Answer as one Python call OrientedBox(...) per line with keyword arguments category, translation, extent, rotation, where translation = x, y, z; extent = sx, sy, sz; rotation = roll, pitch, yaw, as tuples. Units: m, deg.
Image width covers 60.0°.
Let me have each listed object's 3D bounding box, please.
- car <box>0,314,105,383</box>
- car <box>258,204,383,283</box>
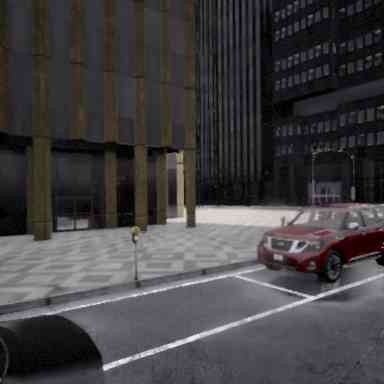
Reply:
OrientedBox(category="car", translation=(-2.814, 1.504, 1.299), extent=(5.008, 1.535, 1.882), rotation=(0, 0, -36))
OrientedBox(category="car", translation=(4.175, 1.293, 9.783), extent=(5.009, 1.841, 2.192), rotation=(0, 0, -36))
